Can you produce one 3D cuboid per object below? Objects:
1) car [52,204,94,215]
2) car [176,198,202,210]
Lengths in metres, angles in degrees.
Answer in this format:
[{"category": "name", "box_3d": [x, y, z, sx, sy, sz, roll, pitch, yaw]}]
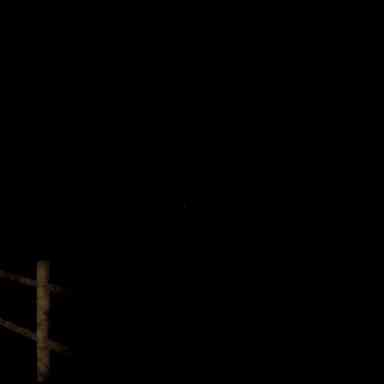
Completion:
[{"category": "car", "box_3d": [-14.310, 2.092, 40.031, 1.895, 1.301, 4.718, -1, -1, 36]}, {"category": "car", "box_3d": [-0.450, 2.113, 58.946, 2.150, 2.045, 5.566, -1, -2, 36]}]
